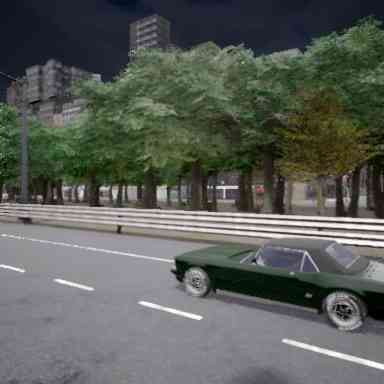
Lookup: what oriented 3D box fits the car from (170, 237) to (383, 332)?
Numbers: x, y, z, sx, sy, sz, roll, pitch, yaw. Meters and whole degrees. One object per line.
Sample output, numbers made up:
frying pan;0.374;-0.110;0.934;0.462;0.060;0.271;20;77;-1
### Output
car;1.848;1.601;6.850;4.718;1.301;1.895;0;0;36
